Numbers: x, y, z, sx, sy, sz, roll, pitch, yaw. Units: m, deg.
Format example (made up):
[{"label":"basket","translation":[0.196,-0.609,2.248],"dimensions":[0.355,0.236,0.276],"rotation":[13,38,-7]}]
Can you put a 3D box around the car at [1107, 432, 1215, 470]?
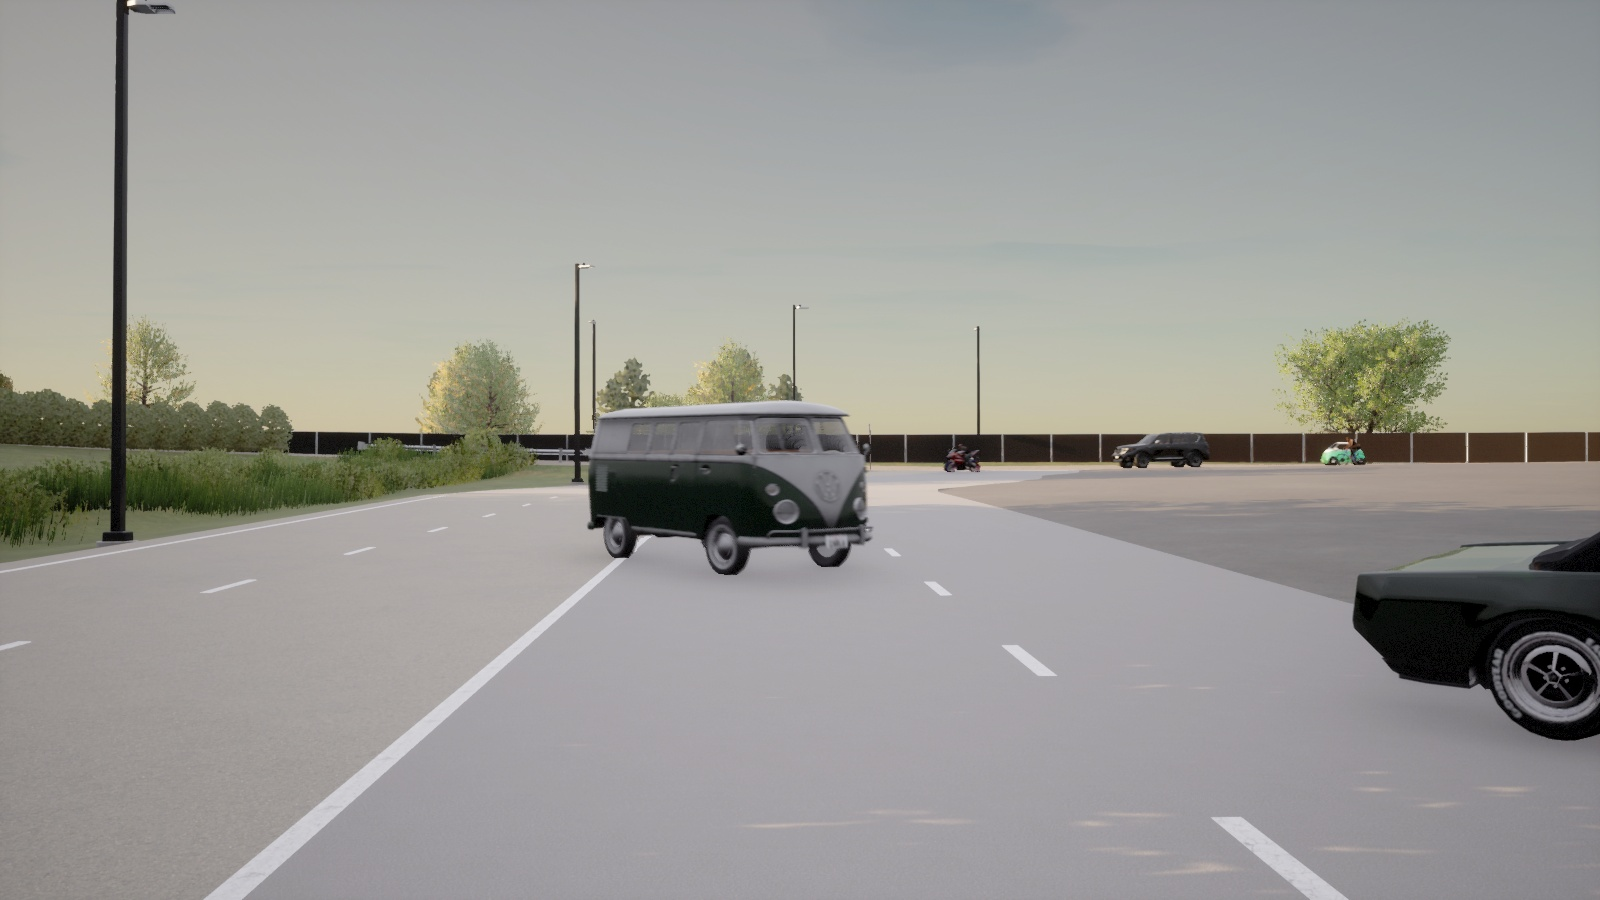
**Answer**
[{"label":"car","translation":[20.715,0.061,72.114],"dimensions":[5.566,2.045,2.150],"rotation":[0,-1,-13]}]

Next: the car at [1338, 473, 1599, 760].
[{"label":"car","translation":[5.354,0.805,5.988],"dimensions":[1.895,1.301,4.718],"rotation":[-4,1,-44]}]

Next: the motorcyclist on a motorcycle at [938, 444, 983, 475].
[{"label":"motorcyclist on a motorcycle","translation":[8.226,0.474,64.242],"dimensions":[2.191,1.530,0.866],"rotation":[0,1,-31]}]

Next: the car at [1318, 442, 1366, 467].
[{"label":"car","translation":[31.215,0.276,72.367],"dimensions":[2.207,1.376,1.481],"rotation":[0,-1,9]}]

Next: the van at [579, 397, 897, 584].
[{"label":"van","translation":[-0.930,0.415,15.605],"dimensions":[1.775,1.987,4.442],"rotation":[0,0,-36]}]

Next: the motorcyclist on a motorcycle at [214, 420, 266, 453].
[{"label":"motorcyclist on a motorcycle","translation":[-29.566,-0.706,66.299],"dimensions":[0.766,1.649,2.350],"rotation":[0,-2,39]}]
